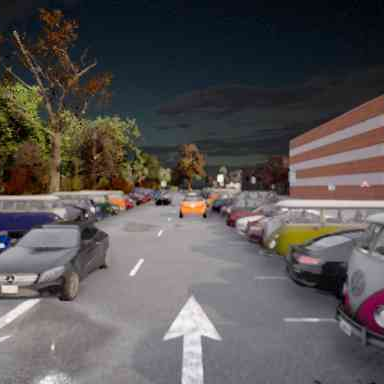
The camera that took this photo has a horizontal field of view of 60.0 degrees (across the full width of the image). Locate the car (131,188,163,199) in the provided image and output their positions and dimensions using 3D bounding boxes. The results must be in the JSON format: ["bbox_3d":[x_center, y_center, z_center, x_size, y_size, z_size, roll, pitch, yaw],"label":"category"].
[{"bbox_3d":[-8.198,0.295,60.802,5.566,2.045,2.435,0,1,0],"label":"car"}]

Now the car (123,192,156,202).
[{"bbox_3d":[-8.208,0.708,52.462,4.892,1.521,2.231,0,1,0],"label":"car"}]

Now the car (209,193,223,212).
[{"bbox_3d":[4.196,1.125,29.954,5.366,1.575,1.946,0,1,0],"label":"car"}]

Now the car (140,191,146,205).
[{"bbox_3d":[-8.191,0.972,38.221,5.008,1.535,2.097,0,1,0],"label":"car"}]

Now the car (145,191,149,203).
[{"bbox_3d":[-8.204,0.920,41.044,5.008,1.535,2.097,0,1,0],"label":"car"}]

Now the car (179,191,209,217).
[{"bbox_3d":[0.069,1.043,27.562,2.097,1.767,4.553,0,1,0],"label":"car"}]

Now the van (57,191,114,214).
[{"bbox_3d":[-8.300,1.008,24.225,4.442,1.987,1.878,0,1,0],"label":"van"}]

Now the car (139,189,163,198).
[{"bbox_3d":[-8.169,0.297,66.584,4.553,1.767,2.185,0,0,0],"label":"car"}]

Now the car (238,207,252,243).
[{"bbox_3d":[4.398,1.479,12.995,4.674,1.452,2.002,0,1,0],"label":"car"}]

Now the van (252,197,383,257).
[{"bbox_3d":[4.287,1.241,10.035,4.442,1.987,1.878,0,0,0],"label":"van"}]

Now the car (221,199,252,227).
[{"bbox_3d":[4.399,1.338,18.653,5.008,1.535,2.097,0,1,0],"label":"car"}]

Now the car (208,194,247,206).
[{"bbox_3d":[4.372,0.957,41.256,4.674,1.452,2.002,0,1,0],"label":"car"}]

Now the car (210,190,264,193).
[{"bbox_3d":[4.347,0.949,32.777,4.553,1.767,2.185,0,1,0],"label":"car"}]

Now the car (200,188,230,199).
[{"bbox_3d":[4.372,0.235,63.852,5.566,2.045,2.435,0,1,0],"label":"car"}]

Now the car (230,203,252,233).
[{"bbox_3d":[4.400,1.431,15.829,4.674,1.452,2.002,0,1,0],"label":"car"}]

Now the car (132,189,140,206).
[{"bbox_3d":[-8.223,0.900,35.396,4.553,1.767,2.185,0,1,0],"label":"car"}]

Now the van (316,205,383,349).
[{"bbox_3d":[4.293,1.250,4.504,4.442,1.987,1.878,0,0,0],"label":"van"}]

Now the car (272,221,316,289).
[{"bbox_3d":[4.404,1.513,7.330,4.674,1.452,2.002,0,0,0],"label":"car"}]

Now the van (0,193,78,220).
[{"bbox_3d":[-8.057,1.165,15.756,4.442,1.987,1.878,0,1,0],"label":"van"}]

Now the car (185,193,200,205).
[{"bbox_3d":[0.050,0.906,44.316,1.812,1.442,4.674,0,1,0],"label":"car"}]

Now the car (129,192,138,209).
[{"bbox_3d":[-8.195,1.078,32.575,5.008,1.535,2.097,0,1,0],"label":"car"}]

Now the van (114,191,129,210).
[{"bbox_3d":[-8.303,0.902,29.874,4.442,1.987,1.878,0,1,0],"label":"van"}]

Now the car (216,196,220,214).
[{"bbox_3d":[4.385,1.273,24.305,4.674,1.452,2.002,0,1,0],"label":"car"}]

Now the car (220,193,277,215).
[{"bbox_3d":[4.359,1.160,21.476,4.553,1.767,2.185,0,1,0],"label":"car"}]

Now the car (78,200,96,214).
[{"bbox_3d":[-8.209,1.368,18.586,4.792,1.488,2.163,0,1,0],"label":"car"}]

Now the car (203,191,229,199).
[{"bbox_3d":[4.350,0.582,61.034,4.674,1.452,2.002,0,1,0],"label":"car"}]

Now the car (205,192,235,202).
[{"bbox_3d":[4.359,0.746,52.557,4.674,1.452,2.002,0,1,0],"label":"car"}]

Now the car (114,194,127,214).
[{"bbox_3d":[-8.191,1.182,27.054,4.892,1.521,2.231,0,1,0],"label":"car"}]

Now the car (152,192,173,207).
[{"bbox_3d":[-3.389,1.053,40.414,1.895,1.301,4.718,0,1,0],"label":"car"}]

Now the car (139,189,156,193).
[{"bbox_3d":[-8.204,0.760,49.638,5.008,1.535,2.097,0,1,0],"label":"car"}]

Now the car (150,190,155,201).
[{"bbox_3d":[-8.201,0.812,46.815,5.008,1.535,2.097,0,1,0],"label":"car"}]

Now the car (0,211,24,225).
[{"bbox_3d":[-8.166,1.466,9.979,5.008,1.535,2.097,0,0,0],"label":"car"}]

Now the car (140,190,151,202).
[{"bbox_3d":[-8.232,0.895,43.992,4.792,1.488,2.163,0,1,0],"label":"car"}]

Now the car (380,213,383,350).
[{"bbox_3d":[4.441,1.227,1.679,5.566,2.045,2.435,0,0,0],"label":"car"}]

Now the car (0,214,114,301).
[{"bbox_3d":[-3.345,1.516,8.433,1.812,1.442,4.674,0,0,0],"label":"car"}]

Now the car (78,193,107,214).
[{"bbox_3d":[-8.149,1.163,21.281,4.553,1.767,2.185,0,1,0],"label":"car"}]

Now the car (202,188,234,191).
[{"bbox_3d":[4.356,0.598,58.206,5.008,1.535,2.097,0,1,0],"label":"car"}]
